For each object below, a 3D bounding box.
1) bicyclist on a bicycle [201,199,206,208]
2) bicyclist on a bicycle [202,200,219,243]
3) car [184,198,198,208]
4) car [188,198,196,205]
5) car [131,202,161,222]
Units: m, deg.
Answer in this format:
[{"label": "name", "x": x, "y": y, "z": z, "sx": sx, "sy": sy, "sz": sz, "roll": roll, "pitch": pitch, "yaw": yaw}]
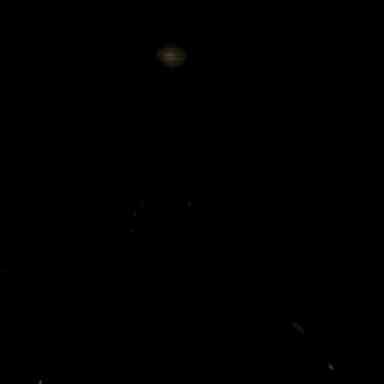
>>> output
[{"label": "bicyclist on a bicycle", "x": 0.955, "y": 1.421, "z": 24.320, "sx": 0.659, "sy": 1.776, "sz": 1.843, "roll": 0, "pitch": 0, "yaw": 0}, {"label": "bicyclist on a bicycle", "x": 0.957, "y": 1.384, "z": 15.391, "sx": 0.659, "sy": 1.776, "sz": 1.843, "roll": 0, "pitch": 0, "yaw": 0}, {"label": "car", "x": 0.083, "y": 1.877, "z": 57.136, "sx": 1.837, "sy": 1.490, "sz": 4.892, "roll": 0, "pitch": -1, "yaw": 0}, {"label": "car", "x": -0.017, "y": 2.139, "z": 73.593, "sx": 1.882, "sy": 1.535, "sz": 5.008, "roll": 0, "pitch": -1, "yaw": 0}, {"label": "car", "x": -3.605, "y": 1.544, "z": 26.799, "sx": 1.882, "sy": 1.535, "sz": 5.008, "roll": 0, "pitch": 0, "yaw": 0}]
